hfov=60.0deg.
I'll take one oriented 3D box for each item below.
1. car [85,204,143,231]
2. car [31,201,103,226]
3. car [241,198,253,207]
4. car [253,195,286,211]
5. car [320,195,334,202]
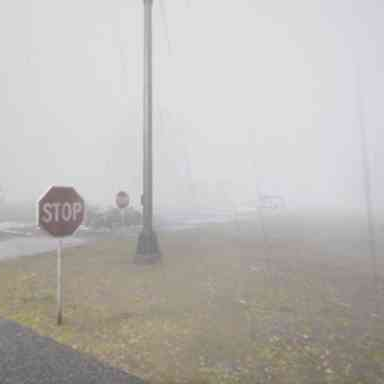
[{"bbox_3d":[-4.428,1.566,20.823,1.812,1.442,4.674,0,0,34],"label":"car"},{"bbox_3d":[-9.538,1.541,25.794,1.882,1.535,5.008,0,1,34],"label":"car"},{"bbox_3d":[10.015,1.671,55.087,2.033,1.411,5.357,0,0,34],"label":"car"},{"bbox_3d":[10.278,1.344,42.846,2.150,2.045,5.566,0,0,34],"label":"car"},{"bbox_3d":[33.969,1.702,84.478,1.837,1.490,4.892,0,0,33],"label":"car"}]
